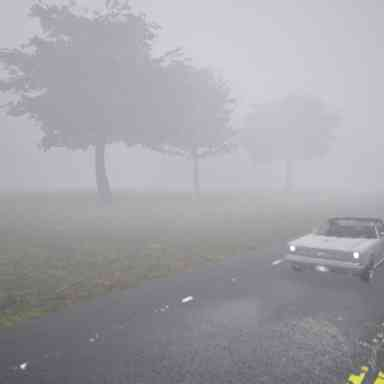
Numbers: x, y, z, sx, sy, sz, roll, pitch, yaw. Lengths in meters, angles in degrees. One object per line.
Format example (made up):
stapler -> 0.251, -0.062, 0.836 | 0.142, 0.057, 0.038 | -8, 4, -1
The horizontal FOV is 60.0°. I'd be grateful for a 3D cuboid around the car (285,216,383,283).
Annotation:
car -> 4.398, 1.409, 9.341 | 1.895, 1.301, 4.718 | -1, 1, 40
